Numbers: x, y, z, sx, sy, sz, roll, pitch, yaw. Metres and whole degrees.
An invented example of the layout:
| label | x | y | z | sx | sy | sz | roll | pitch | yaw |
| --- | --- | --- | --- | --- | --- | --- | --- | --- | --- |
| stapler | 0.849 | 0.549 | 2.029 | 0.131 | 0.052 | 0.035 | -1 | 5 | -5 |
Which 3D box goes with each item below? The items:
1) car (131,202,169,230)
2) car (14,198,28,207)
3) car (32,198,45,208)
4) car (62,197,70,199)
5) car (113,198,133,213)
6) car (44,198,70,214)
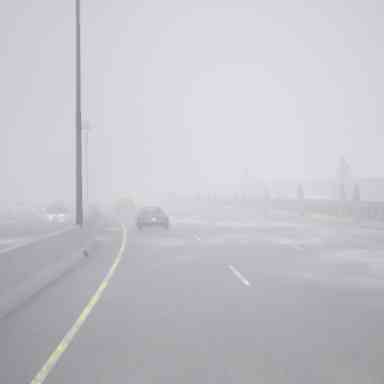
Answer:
| label | x | y | z | sx | sy | sz | roll | pitch | yaw |
| --- | --- | --- | --- | --- | --- | --- | --- | --- | --- |
| car | -2.708 | 1.608 | 21.705 | 1.994 | 1.385 | 4.181 | 0 | 0 | -13 |
| car | -30.491 | 1.821 | 59.544 | 1.812 | 1.442 | 4.674 | 0 | 0 | -20 |
| car | -25.176 | 1.729 | 55.035 | 1.882 | 1.535 | 5.008 | 0 | 0 | -19 |
| car | -29.031 | 1.775 | 76.108 | 1.882 | 1.535 | 5.008 | 0 | -2 | -20 |
| car | -7.818 | 1.450 | 38.156 | 2.097 | 1.767 | 4.553 | 0 | 0 | -19 |
| car | -15.007 | 1.718 | 37.038 | 1.994 | 1.385 | 4.181 | 0 | 0 | -20 |
